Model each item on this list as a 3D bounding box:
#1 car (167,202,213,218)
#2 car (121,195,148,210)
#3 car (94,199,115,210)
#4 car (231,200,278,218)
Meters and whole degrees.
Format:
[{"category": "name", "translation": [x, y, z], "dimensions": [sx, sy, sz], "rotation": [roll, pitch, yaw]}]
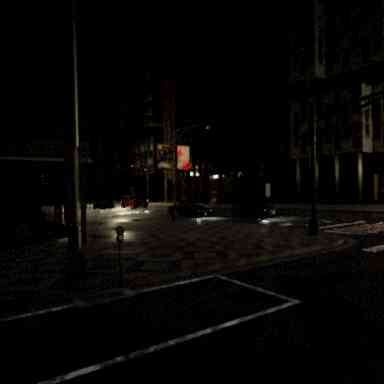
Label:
[{"category": "car", "translation": [-0.334, 1.623, 31.770], "dimensions": [2.033, 1.411, 5.357], "rotation": [-1, 0, -35]}, {"category": "car", "translation": [-8.523, 1.484, 48.990], "dimensions": [2.150, 2.045, 5.566], "rotation": [-1, 0, -35]}, {"category": "car", "translation": [-13.304, 1.854, 50.175], "dimensions": [1.882, 1.535, 5.008], "rotation": [-1, 0, -35]}, {"category": "car", "translation": [5.392, 1.462, 29.310], "dimensions": [1.812, 1.442, 4.674], "rotation": [-1, 0, -35]}]
